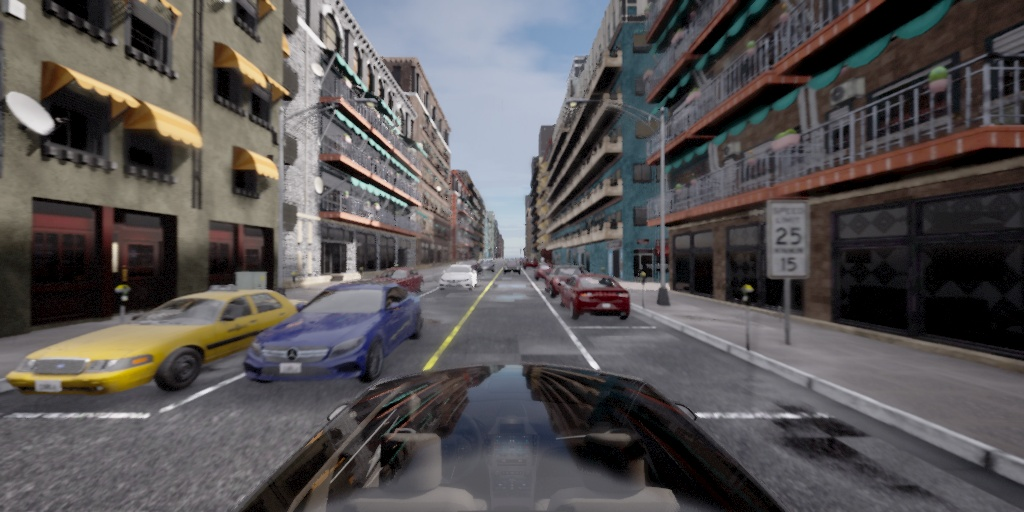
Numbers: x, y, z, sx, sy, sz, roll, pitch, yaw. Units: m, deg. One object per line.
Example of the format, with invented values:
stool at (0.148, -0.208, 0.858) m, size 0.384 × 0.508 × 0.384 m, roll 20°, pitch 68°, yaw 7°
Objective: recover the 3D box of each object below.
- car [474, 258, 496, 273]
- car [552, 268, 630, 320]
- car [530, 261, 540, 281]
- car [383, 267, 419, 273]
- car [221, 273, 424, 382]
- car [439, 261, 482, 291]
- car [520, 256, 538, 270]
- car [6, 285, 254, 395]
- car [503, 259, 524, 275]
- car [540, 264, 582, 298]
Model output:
car at (-3.008, 1.182, 42.661) m, size 2.128 × 1.511 × 4.902 m, roll 0°, pitch 0°, yaw 0°
car at (2.690, 1.278, 12.482) m, size 1.888 × 1.381 × 4.507 m, roll 0°, pitch 0°, yaw 0°
car at (2.688, 1.290, 29.053) m, size 1.802 × 1.307 × 4.207 m, roll 0°, pitch 0°, yaw 0°
car at (-5.692, 1.269, 18.019) m, size 1.888 × 1.381 × 4.507 m, roll 0°, pitch 0°, yaw 0°
car at (-3.081, 1.267, 7.274) m, size 1.812 × 1.442 × 4.674 m, roll 0°, pitch 0°, yaw -1°
car at (-3.099, 1.245, 21.510) m, size 1.812 × 1.442 × 4.674 m, roll 0°, pitch 0°, yaw 0°
car at (2.685, 0.991, 51.147) m, size 2.192 × 1.841 × 5.009 m, roll 0°, pitch 0°, yaw 0°
car at (-5.690, 1.267, 6.802) m, size 1.751 × 1.417 × 4.829 m, roll 0°, pitch 0°, yaw 0°
car at (-0.002, 1.295, 38.436) m, size 1.895 × 1.301 × 4.718 m, roll 0°, pitch 0°, yaw 0°
car at (2.690, 1.164, 18.006) m, size 1.967 × 1.591 × 4.097 m, roll 0°, pitch 0°, yaw 0°
